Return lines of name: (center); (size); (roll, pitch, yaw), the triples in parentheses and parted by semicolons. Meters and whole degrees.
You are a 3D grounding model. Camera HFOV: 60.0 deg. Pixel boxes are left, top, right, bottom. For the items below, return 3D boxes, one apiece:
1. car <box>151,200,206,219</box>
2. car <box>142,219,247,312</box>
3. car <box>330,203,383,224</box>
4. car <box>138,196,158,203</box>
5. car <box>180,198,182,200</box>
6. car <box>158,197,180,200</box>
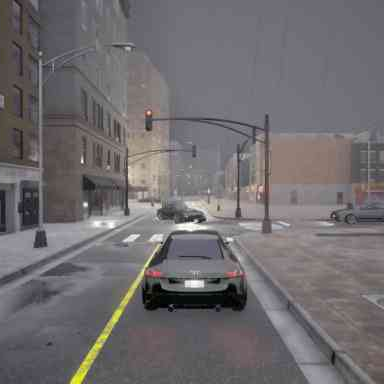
car: (-0.982, 1.551, 24.632); (2.033, 1.411, 5.357); (0, 0, -28)
car: (0.056, 1.564, 7.781); (1.994, 1.385, 4.181); (0, 0, 0)
car: (12.069, 1.515, 23.583); (4.181, 1.385, 1.994); (0, 0, 0)
car: (-8.935, 1.596, 69.961); (4.674, 1.442, 1.812); (0, 0, 9)
car: (-2.705, 1.620, 60.048); (1.994, 1.385, 4.181); (0, 0, 0)
car: (-2.814, 1.518, 41.634); (1.837, 1.490, 4.892); (0, 0, 0)
